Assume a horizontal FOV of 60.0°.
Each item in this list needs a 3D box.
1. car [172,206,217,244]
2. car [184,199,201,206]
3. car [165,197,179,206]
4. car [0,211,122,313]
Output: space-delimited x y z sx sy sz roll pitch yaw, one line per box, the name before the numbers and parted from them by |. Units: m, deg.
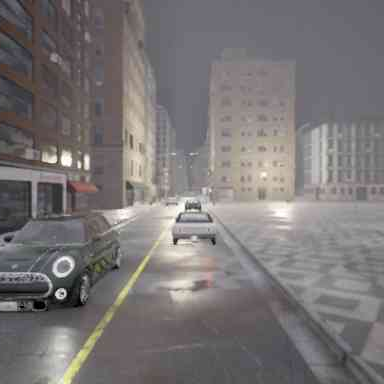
car | 0.100 1.561 15.671 1.895 1.301 4.718 0 0 0
car | 0.104 1.502 37.964 1.895 1.301 4.718 0 0 0
car | -2.994 1.422 50.526 2.033 1.411 5.357 0 0 0
car | -3.099 1.332 7.866 2.097 1.767 4.553 0 0 0
